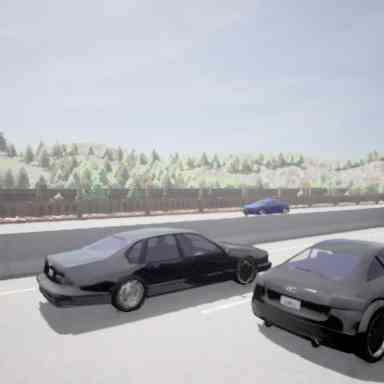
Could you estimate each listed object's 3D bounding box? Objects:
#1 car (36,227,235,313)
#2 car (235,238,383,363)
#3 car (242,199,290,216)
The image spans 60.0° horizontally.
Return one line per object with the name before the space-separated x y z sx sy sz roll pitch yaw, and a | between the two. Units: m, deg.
car | -0.573 1.530 7.635 5.357 1.411 2.033 0 0 -35
car | 3.036 1.538 5.910 4.181 1.385 1.994 0 0 -35
car | 6.794 1.379 30.310 5.008 1.535 1.882 0 0 -35
